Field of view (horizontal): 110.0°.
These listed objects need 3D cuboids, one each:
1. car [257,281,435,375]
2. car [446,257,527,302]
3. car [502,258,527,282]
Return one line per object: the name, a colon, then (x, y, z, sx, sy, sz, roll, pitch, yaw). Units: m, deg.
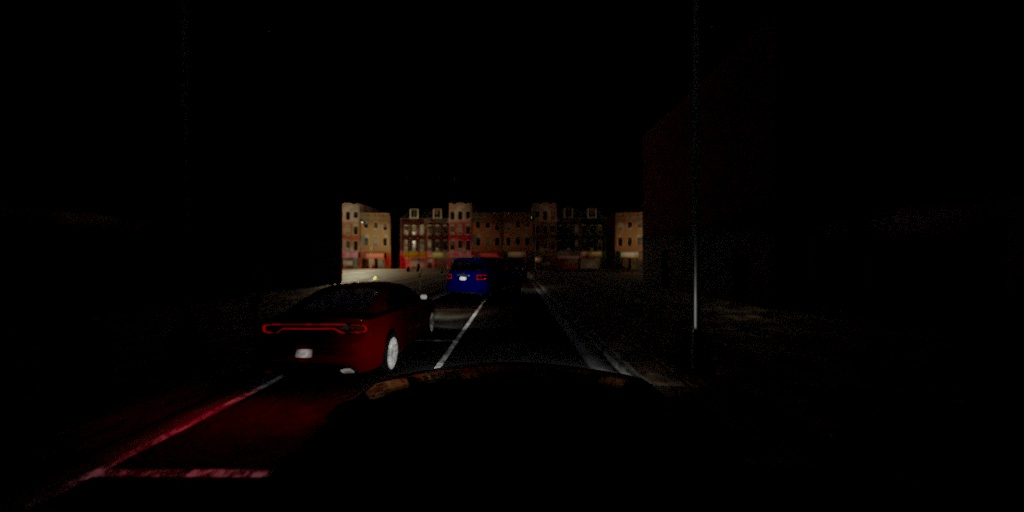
car: (-2.986, 1.269, 7.643, 1.882, 1.535, 5.008, 0, 0, 0)
car: (-1.223, 1.090, 18.096, 2.150, 2.045, 5.566, 1, 0, 20)
car: (0.234, 1.204, 32.945, 2.150, 2.045, 5.566, 0, 0, 0)
